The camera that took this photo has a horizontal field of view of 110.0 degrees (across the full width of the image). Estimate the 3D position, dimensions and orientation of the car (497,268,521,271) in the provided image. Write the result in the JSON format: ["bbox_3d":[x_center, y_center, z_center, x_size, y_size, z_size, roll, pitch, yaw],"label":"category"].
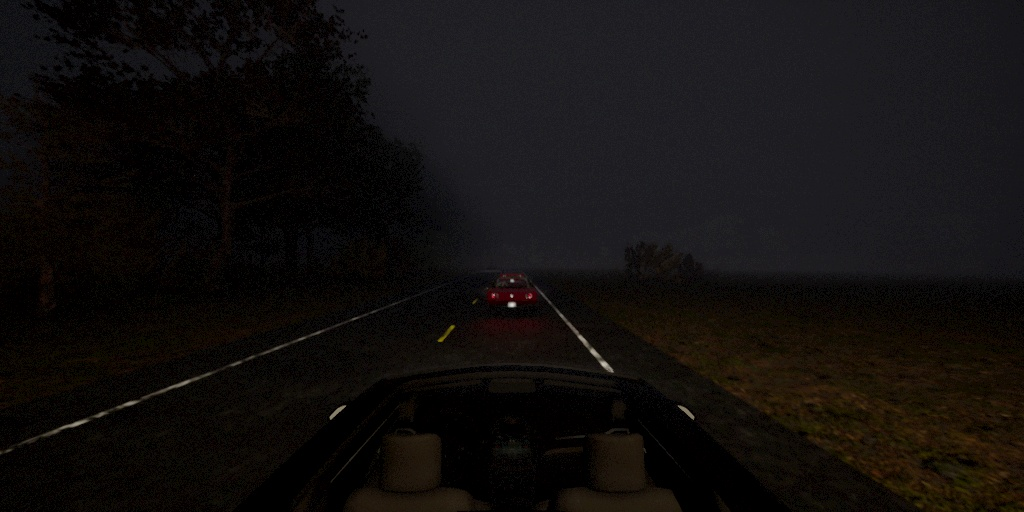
[{"bbox_3d":[0.010,1.632,30.080,1.895,1.301,4.718,0,-1,0],"label":"car"}]

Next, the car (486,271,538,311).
[{"bbox_3d":[0.014,1.485,15.084,1.895,1.301,4.718,0,-1,0],"label":"car"}]
